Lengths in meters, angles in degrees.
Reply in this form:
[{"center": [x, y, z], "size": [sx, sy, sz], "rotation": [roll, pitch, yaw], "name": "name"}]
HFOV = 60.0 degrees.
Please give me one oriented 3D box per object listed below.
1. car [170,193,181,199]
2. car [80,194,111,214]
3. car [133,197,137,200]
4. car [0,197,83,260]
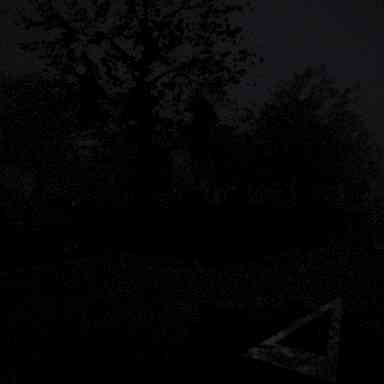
[{"center": [-2.637, 0.944, 61.440], "size": [5.008, 1.535, 1.882], "rotation": [0, -1, 35], "name": "car"}, {"center": [-9.491, 1.100, 29.675], "size": [2.097, 1.767, 4.553], "rotation": [-1, -1, 35], "name": "car"}, {"center": [-13.274, 0.886, 68.604], "size": [5.008, 1.535, 1.882], "rotation": [0, -1, 27], "name": "car"}, {"center": [-5.627, 1.100, 9.854], "size": [2.185, 1.767, 4.553], "rotation": [2, 1, 35], "name": "car"}]
